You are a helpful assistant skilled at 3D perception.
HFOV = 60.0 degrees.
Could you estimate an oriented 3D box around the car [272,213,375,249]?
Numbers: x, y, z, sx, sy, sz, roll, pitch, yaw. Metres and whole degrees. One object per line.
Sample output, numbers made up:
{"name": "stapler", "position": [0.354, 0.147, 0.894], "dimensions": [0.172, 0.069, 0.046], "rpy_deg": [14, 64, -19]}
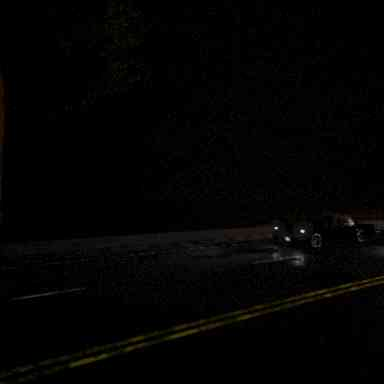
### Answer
{"name": "car", "position": [5.883, 1.642, 14.831], "dimensions": [4.718, 1.301, 1.895], "rpy_deg": [0, 0, -29]}
